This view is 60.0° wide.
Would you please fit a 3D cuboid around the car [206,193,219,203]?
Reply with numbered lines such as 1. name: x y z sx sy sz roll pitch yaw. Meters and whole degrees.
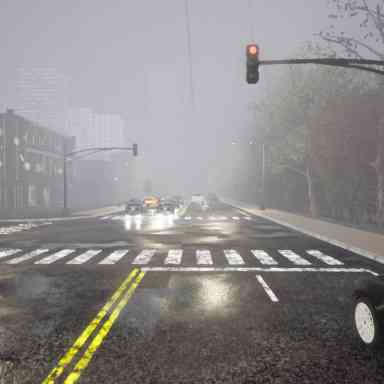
1. car: 4.359 1.480 66.162 1.837 1.490 4.892 0 0 1

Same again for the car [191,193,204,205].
1. car: 1.020 1.198 60.328 2.150 2.045 5.566 0 0 1

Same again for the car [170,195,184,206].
1. car: -2.473 1.332 56.490 2.097 1.767 4.553 0 0 1

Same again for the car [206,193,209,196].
1. car: 4.419 1.195 76.625 2.150 2.045 5.566 0 0 1

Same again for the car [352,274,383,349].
1. car: 3.396 1.477 3.207 1.882 1.535 5.008 0 0 1

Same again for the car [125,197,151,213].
1. car: -6.048 1.480 36.364 2.128 1.511 4.902 0 0 -1

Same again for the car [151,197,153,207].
1. car: -5.886 1.462 45.876 1.882 1.535 5.008 0 0 1

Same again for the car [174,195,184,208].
1. car: -2.631 1.476 46.199 2.128 1.511 4.902 0 0 1

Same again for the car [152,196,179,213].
1. car: -2.831 1.480 36.692 2.128 1.511 4.902 0 0 -2

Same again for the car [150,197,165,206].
1. car: -5.716 1.544 55.927 1.994 1.385 4.181 0 0 2
